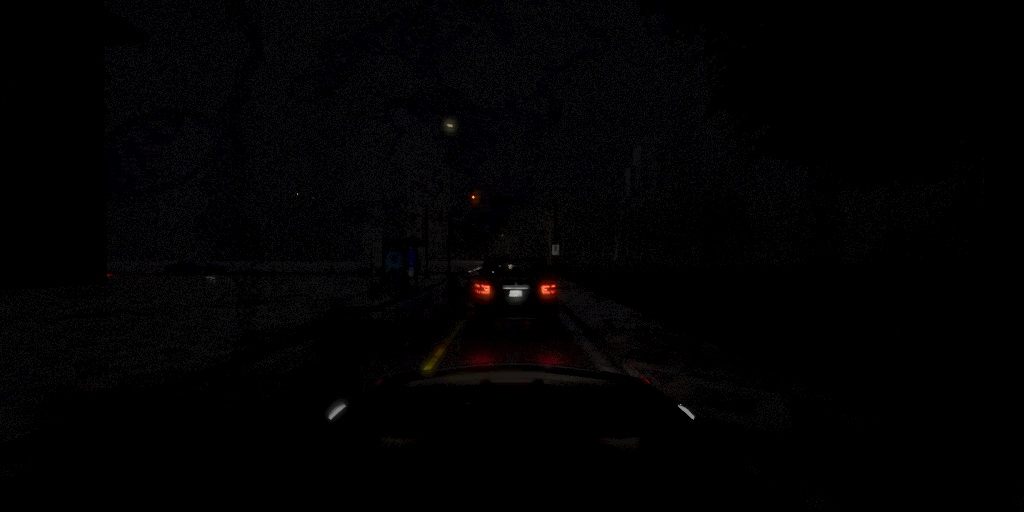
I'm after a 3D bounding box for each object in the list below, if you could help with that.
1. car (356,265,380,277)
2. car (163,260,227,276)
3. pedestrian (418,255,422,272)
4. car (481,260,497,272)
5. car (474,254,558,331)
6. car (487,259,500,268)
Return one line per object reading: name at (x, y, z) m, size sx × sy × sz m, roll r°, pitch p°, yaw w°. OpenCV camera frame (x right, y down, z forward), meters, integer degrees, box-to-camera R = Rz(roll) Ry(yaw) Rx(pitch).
car at (-11.792, 1.233, 32.808) m, size 4.674 × 1.442 × 1.812 m, roll 0°, pitch 1°, yaw -2°
car at (-29.197, 1.136, 33.125) m, size 5.008 × 1.535 × 1.882 m, roll 0°, pitch 1°, yaw 2°
pedestrian at (-10.058, 0.800, 38.859) m, size 0.375 × 1.860 × 0.375 m, roll 0°, pitch 0°, yaw 1°
car at (-3.086, 1.249, 47.966) m, size 2.033 × 1.411 × 5.357 m, roll 0°, pitch 0°, yaw -3°
car at (0.103, 0.968, 11.066) m, size 2.150 × 2.045 × 5.566 m, roll 0°, pitch 0°, yaw 0°
car at (-3.047, 1.209, 58.761) m, size 1.812 × 1.442 × 4.674 m, roll 0°, pitch 0°, yaw 0°
